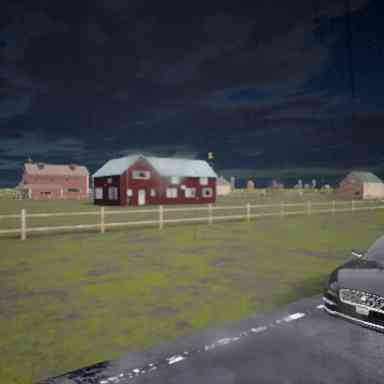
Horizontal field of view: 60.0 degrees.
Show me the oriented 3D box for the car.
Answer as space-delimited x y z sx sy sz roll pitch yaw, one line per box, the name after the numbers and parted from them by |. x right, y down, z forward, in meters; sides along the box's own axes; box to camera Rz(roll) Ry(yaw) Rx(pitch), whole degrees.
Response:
4.460 1.490 6.286 4.892 1.490 1.837 0 0 -36 | car
